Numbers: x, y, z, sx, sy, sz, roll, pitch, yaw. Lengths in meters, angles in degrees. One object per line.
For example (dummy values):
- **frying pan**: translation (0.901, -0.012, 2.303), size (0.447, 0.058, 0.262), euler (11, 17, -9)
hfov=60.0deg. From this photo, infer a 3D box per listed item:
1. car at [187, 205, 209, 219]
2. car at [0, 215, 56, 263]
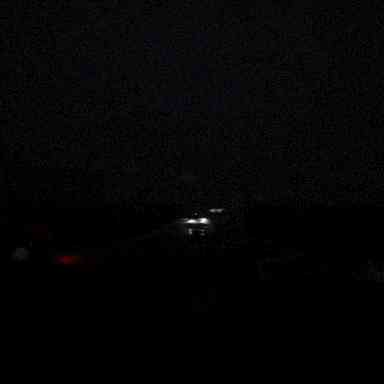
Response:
- **car**: translation (0.655, 2.021, 34.950), size (1.994, 1.385, 4.181), euler (-1, -1, 8)
- **car**: translation (-7.344, 1.578, 11.319), size (5.008, 1.535, 1.882), euler (0, 3, -21)
